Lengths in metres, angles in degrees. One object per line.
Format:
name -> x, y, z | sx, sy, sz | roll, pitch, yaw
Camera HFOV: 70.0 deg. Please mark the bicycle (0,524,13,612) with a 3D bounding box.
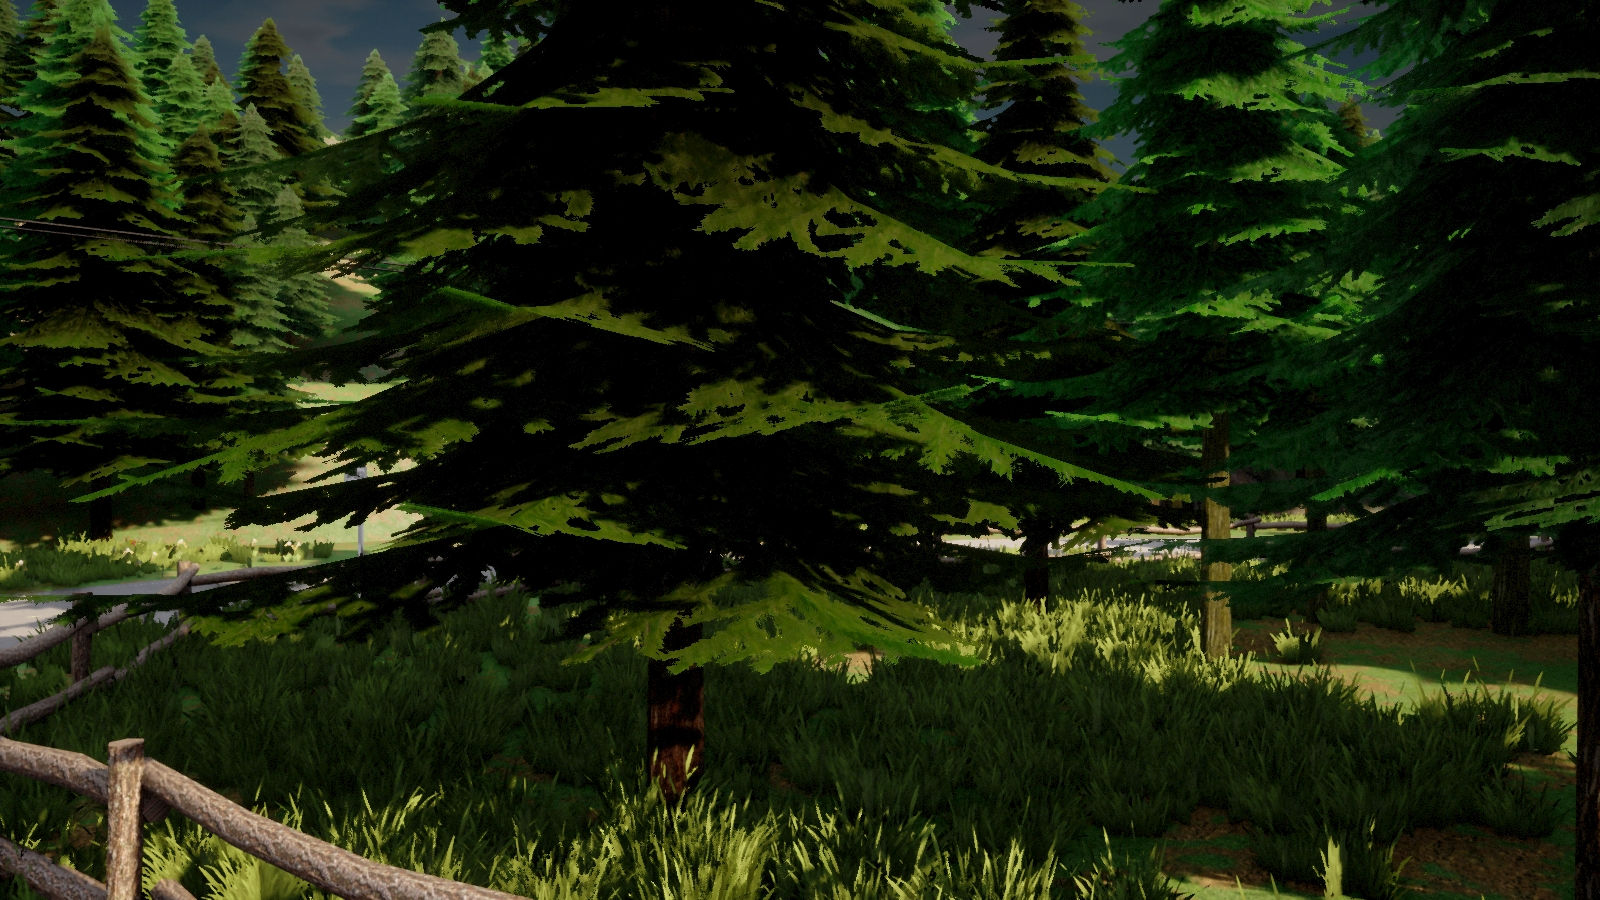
bicycle -> -14.244, 2.056, 19.272 | 0.373, 1.496, 1.643 | 0, 0, 24
